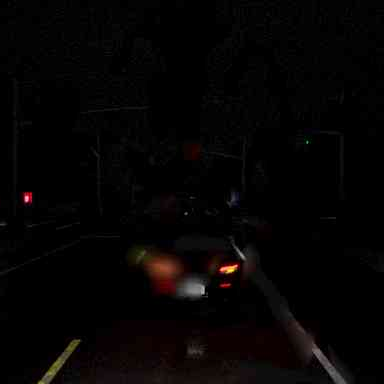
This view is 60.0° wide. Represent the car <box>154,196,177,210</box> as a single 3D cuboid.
[{"bbox_3d":[-3.527,1.352,42.348,2.097,1.767,4.553,0,0,2],"label":"car"}]

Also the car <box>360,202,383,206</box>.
[{"bbox_3d":[15.583,1.528,28.601,5.357,1.411,2.033,0,0,-6],"label":"car"}]

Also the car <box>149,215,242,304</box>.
[{"bbox_3d":[0.085,1.526,8.048,1.812,1.442,4.674,0,0,0],"label":"car"}]

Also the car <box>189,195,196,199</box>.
[{"bbox_3d":[0.123,1.525,80.842,2.128,1.511,4.902,0,0,0],"label":"car"}]

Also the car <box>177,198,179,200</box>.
[{"bbox_3d":[-3.513,1.526,52.181,1.812,1.442,4.674,0,0,0],"label":"car"}]

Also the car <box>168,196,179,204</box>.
[{"bbox_3d":[-3.469,1.526,62.259,1.812,1.442,4.674,0,0,1],"label":"car"}]

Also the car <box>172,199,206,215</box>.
[{"bbox_3d":[-0.006,1.598,31.505,1.895,1.301,4.718,0,0,14],"label":"car"}]
